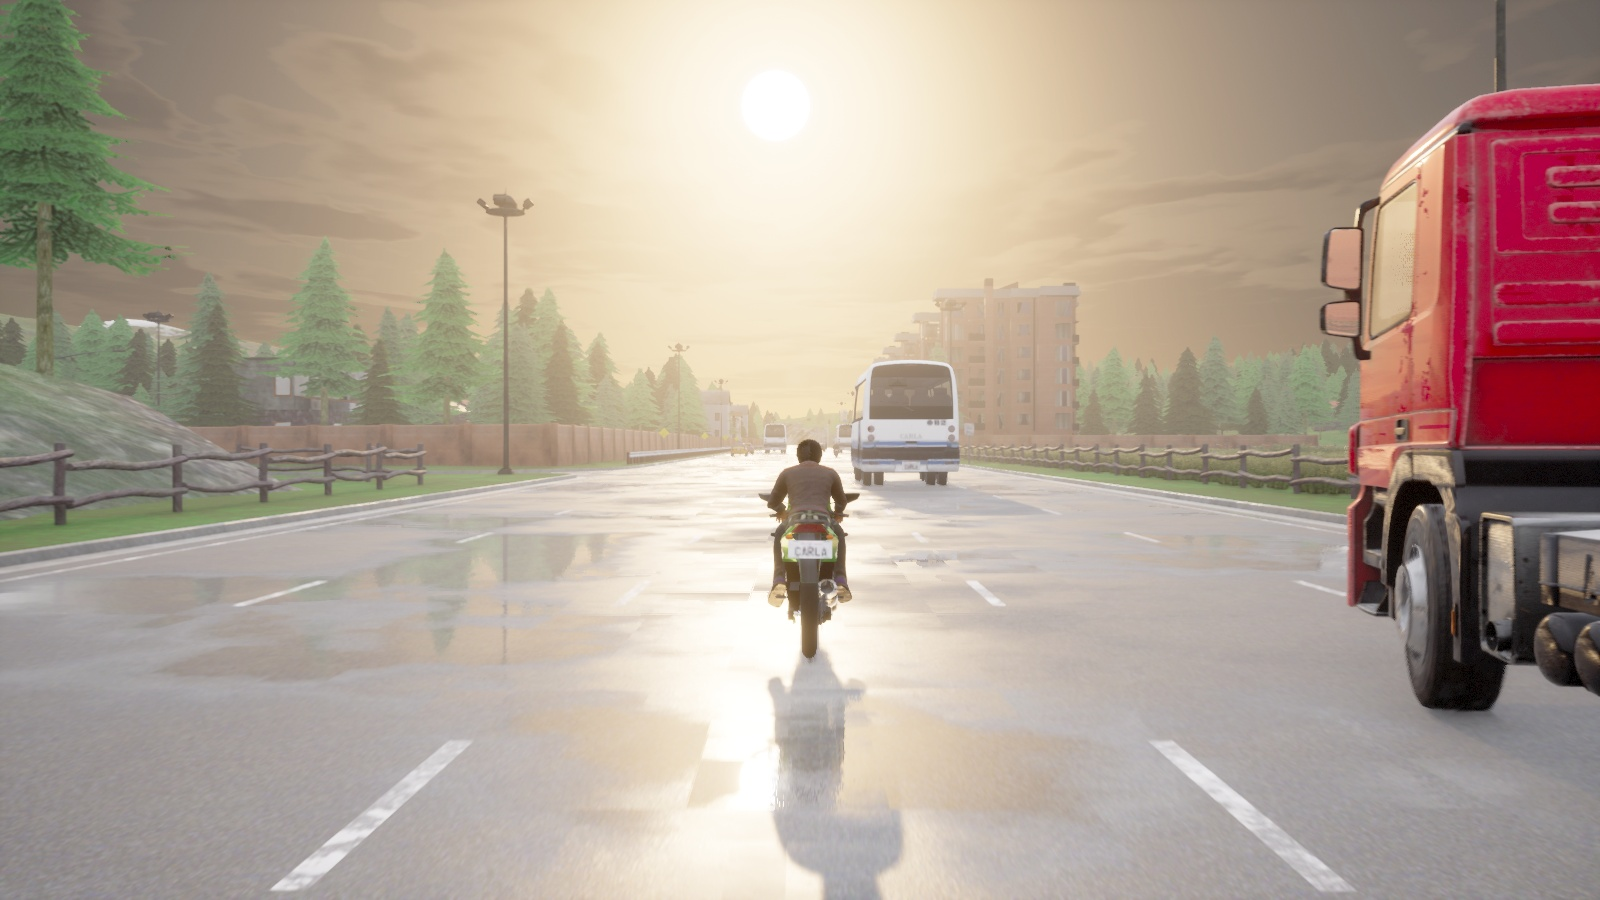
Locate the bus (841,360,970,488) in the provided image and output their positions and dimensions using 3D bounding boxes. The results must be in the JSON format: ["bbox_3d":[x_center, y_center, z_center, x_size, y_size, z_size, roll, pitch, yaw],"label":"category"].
[{"bbox_3d":[3.680,-0.891,46.936,3.944,4.253,10.273,0,0,0],"label":"bus"}]

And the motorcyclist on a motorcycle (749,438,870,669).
[{"bbox_3d":[0.068,0.676,9.311,0.797,1.523,2.044,0,0,0],"label":"motorcyclist on a motorcycle"}]

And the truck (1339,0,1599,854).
[{"bbox_3d":[4.386,-0.257,4.533,2.891,3.462,7.936,0,0,11],"label":"truck"}]
